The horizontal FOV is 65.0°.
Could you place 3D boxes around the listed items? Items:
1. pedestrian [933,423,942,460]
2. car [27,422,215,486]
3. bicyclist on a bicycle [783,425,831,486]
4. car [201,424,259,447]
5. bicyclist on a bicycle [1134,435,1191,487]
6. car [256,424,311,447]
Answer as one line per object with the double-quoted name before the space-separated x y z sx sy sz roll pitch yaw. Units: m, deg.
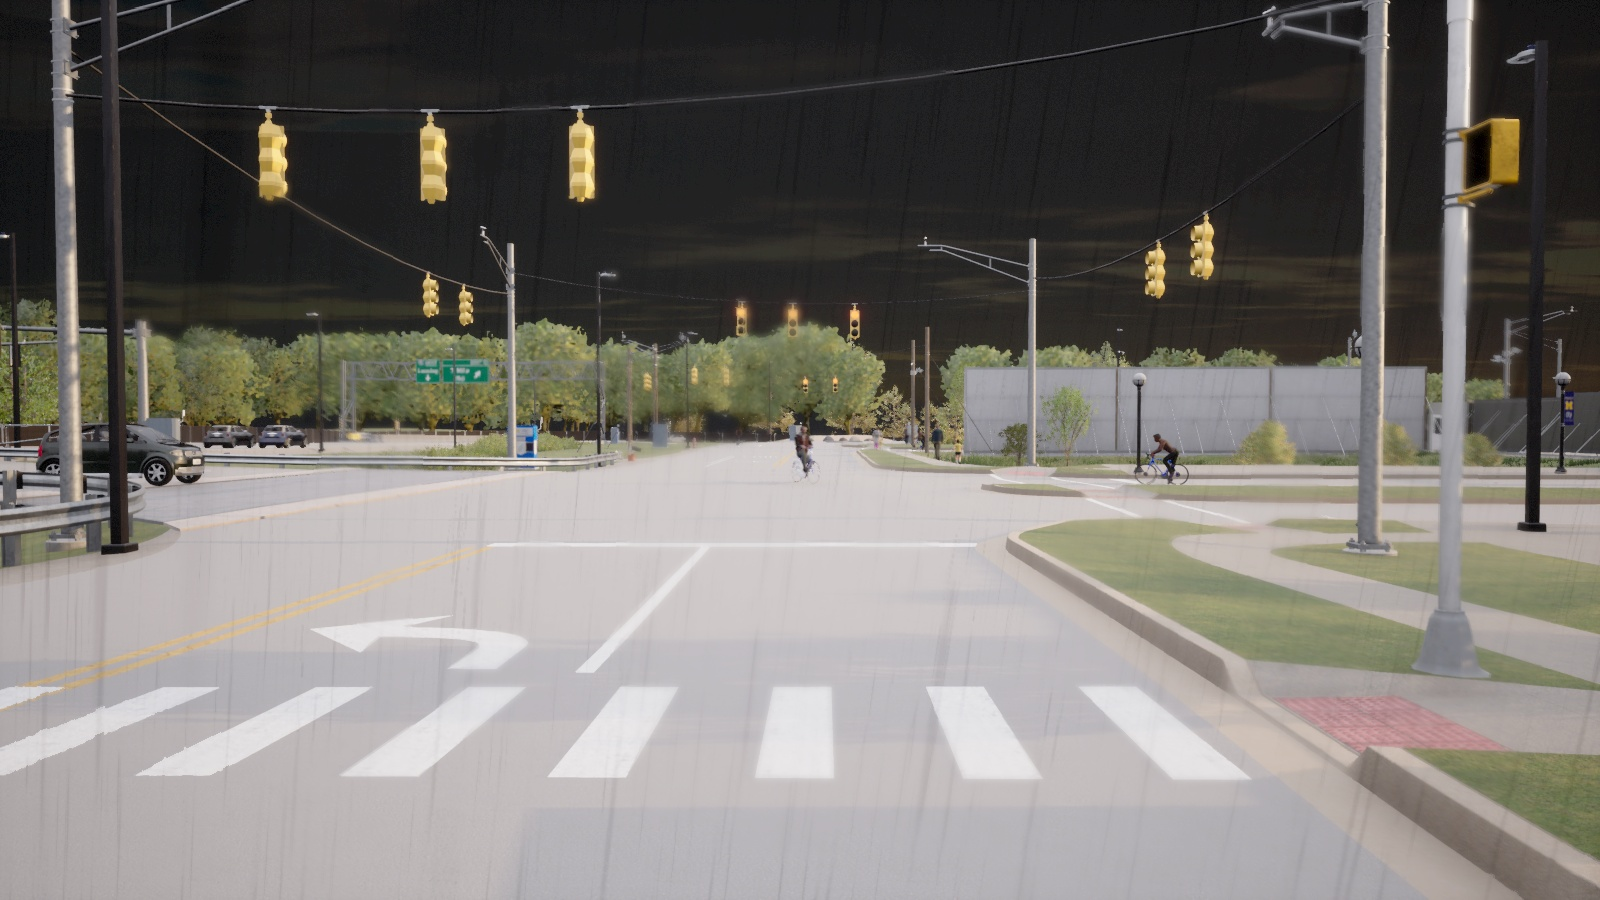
"pedestrian" 6.833 -0.421 62.411 0.402 1.842 0.726 0 2 3
"car" -16.831 0.080 31.250 3.705 1.549 1.789 0 1 1
"bicyclist on a bicycle" 0.202 0.156 37.737 0.659 1.776 1.843 1 0 -27
"car" -36.968 -0.944 81.547 1.970 1.475 3.806 0 1 1
"bicyclist on a bicycle" 11.428 0.329 39.639 1.656 1.620 0.582 1 1 11
"car" -33.468 -0.941 81.523 1.970 1.475 3.806 0 1 1
